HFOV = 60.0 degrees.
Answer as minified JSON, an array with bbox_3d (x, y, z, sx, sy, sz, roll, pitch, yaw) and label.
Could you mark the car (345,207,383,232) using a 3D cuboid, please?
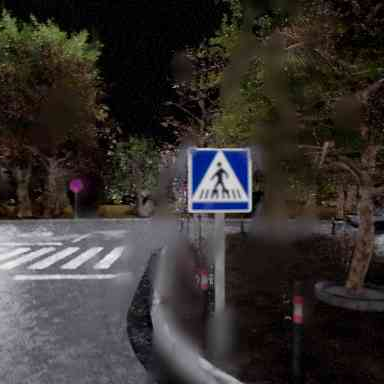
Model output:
[{"bbox_3d":[11.187,1.564,18.470,4.902,1.511,2.128,0,-1,21],"label":"car"}]
